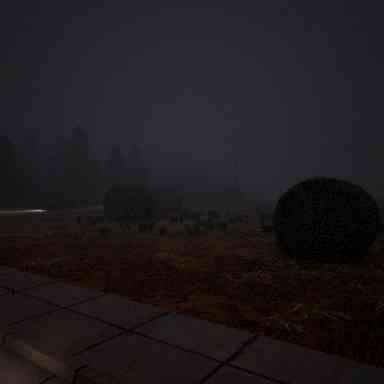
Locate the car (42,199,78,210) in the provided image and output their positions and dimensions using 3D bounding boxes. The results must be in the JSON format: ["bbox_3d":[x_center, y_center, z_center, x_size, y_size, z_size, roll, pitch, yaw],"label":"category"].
[{"bbox_3d":[-16.759,1.555,42.339,1.994,1.385,4.181,0,0,37],"label":"car"}]
